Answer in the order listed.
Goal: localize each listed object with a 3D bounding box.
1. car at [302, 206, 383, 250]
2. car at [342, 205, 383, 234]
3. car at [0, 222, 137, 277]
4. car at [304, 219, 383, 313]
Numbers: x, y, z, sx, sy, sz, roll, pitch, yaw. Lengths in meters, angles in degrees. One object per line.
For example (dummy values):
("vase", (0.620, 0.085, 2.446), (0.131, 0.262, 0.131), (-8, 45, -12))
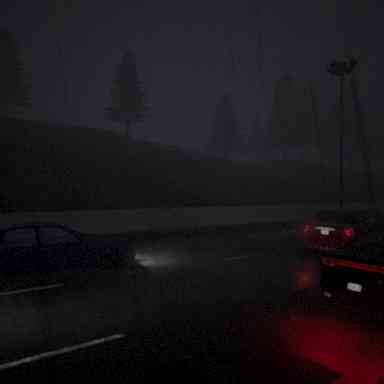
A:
("car", (6.229, 1.389, 12.488), (4.553, 1.767, 2.097), (0, 0, -36))
("car", (11.806, 1.613, 20.762), (5.357, 1.411, 2.033), (0, 0, -35))
("car", (-4.301, 1.553, 9.273), (5.357, 1.411, 2.033), (0, 0, -36))
("car", (4.822, 1.502, 7.186), (5.008, 1.535, 1.882), (0, 0, -36))
